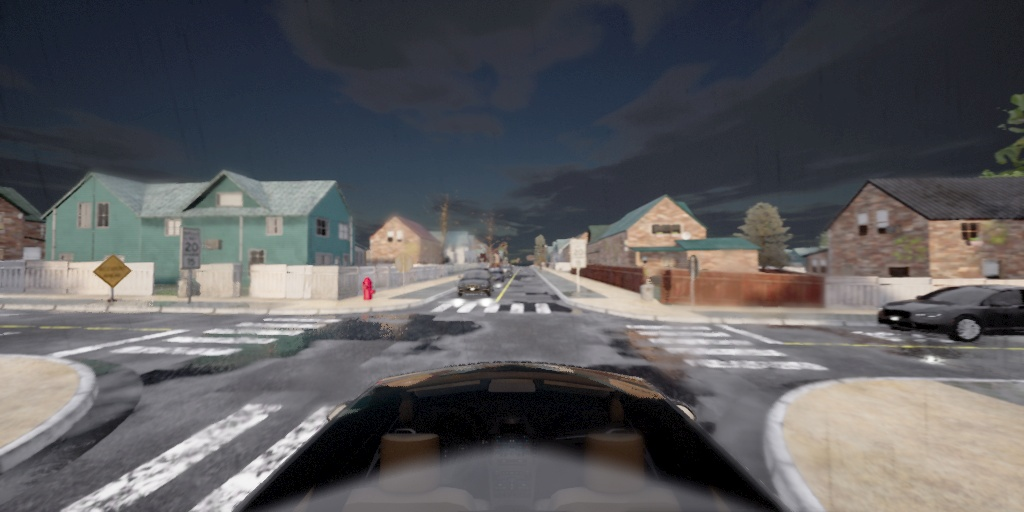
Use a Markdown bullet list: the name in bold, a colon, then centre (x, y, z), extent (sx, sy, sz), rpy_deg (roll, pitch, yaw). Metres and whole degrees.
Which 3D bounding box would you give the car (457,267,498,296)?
- **car**: centre (-2.050, 1.506, 21.322), extent (1.837, 1.490, 4.892), rpy_deg (0, 0, 1)

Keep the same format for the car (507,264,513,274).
- **car**: centre (-0.884, 1.922, 52.919), extent (2.128, 1.511, 4.902), rpy_deg (0, -1, 3)

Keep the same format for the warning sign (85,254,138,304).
- **warning sign**: centre (-15.298, 0.862, 13.721), extent (1.060, 1.860, 1.300), rpy_deg (0, 0, 2)

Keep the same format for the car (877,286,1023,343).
- **car**: centre (13.472, 1.593, 10.269), extent (4.892, 1.490, 1.837), rpy_deg (1, -2, 2)

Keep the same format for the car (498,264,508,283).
- **car**: centre (-1.666, 1.713, 32.796), extent (1.994, 1.385, 4.181), rpy_deg (0, -1, 2)
